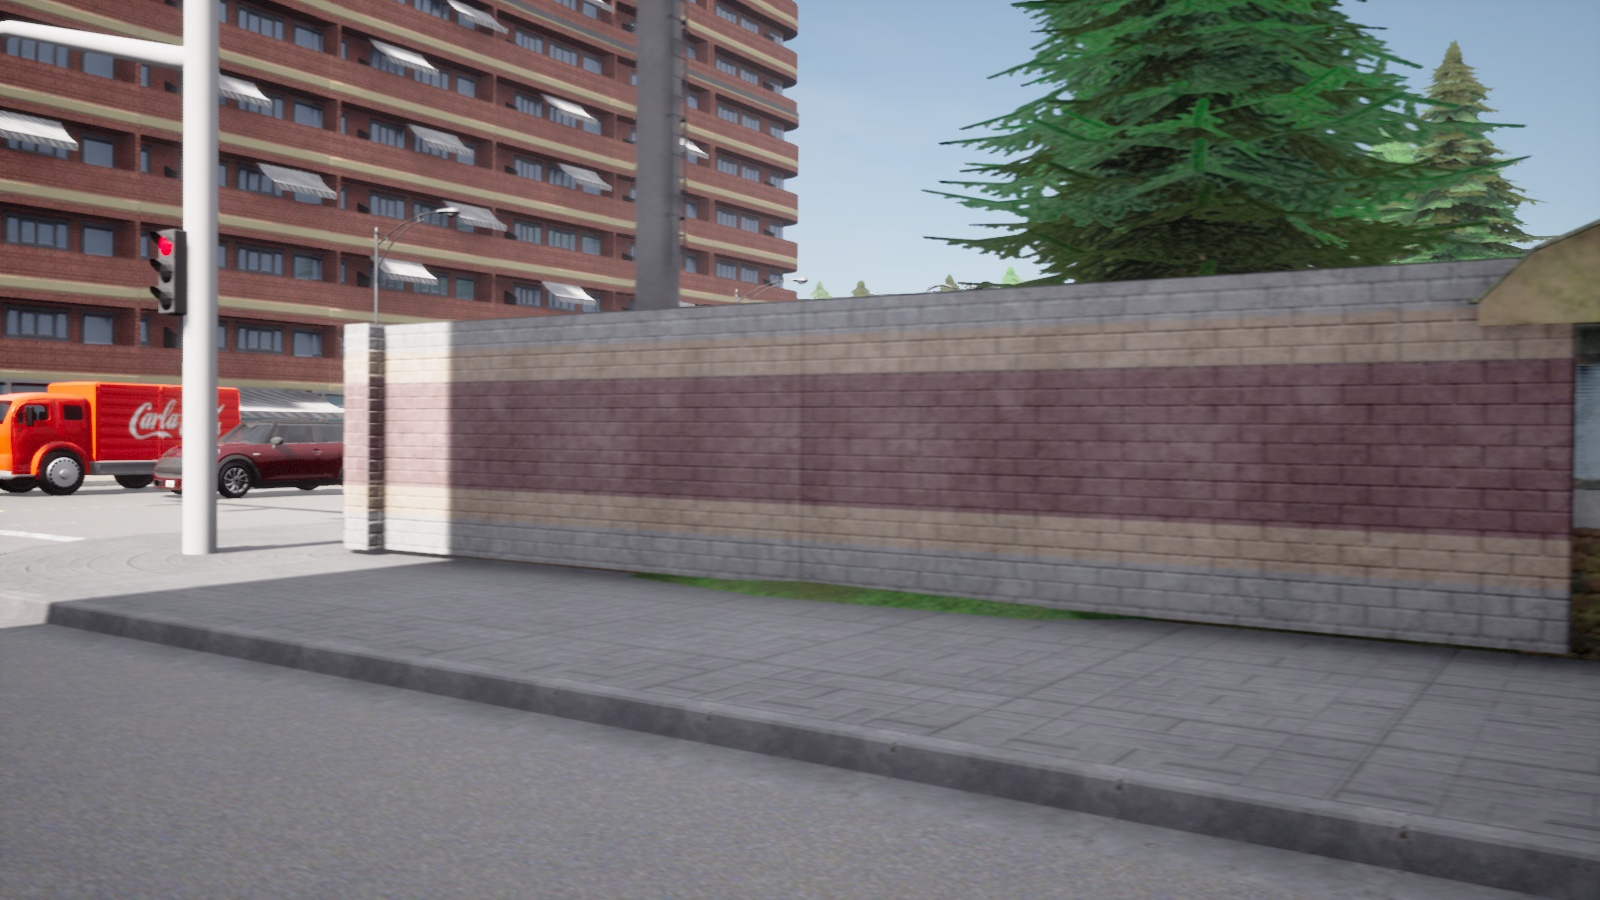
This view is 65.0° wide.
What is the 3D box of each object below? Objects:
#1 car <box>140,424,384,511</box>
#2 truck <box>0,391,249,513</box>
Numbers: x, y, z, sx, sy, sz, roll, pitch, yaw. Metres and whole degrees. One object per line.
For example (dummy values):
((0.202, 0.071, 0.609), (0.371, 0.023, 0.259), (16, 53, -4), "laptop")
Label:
((-11.769, 0.317, 27.775), (2.097, 1.767, 4.553), (0, 1, 33), "car")
((-15.603, 0.000, 28.312), (2.627, 2.467, 5.204), (0, 1, 33), "truck")
